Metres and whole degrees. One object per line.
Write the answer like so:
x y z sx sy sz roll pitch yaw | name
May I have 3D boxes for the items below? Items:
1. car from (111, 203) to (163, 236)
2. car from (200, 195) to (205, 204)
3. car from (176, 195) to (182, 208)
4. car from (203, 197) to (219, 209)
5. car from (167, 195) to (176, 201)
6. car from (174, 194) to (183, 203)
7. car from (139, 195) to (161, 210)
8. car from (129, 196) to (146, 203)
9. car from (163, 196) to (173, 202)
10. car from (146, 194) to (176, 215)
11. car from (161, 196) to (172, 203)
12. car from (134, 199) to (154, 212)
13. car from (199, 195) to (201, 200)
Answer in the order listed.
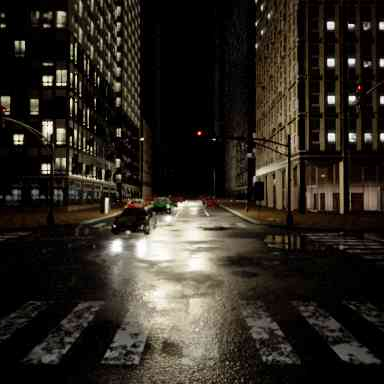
-3.072 1.555 18.679 2.033 1.411 5.357 0 0 0 | car
2.789 1.547 56.361 1.752 1.417 4.829 1 0 0 | car
-3.019 1.567 49.427 2.033 1.411 5.357 0 0 0 | car
2.770 1.599 45.035 1.802 1.307 4.206 1 0 0 | car
-5.542 1.587 89.587 2.008 1.369 4.403 1 0 0 | car
-2.903 1.343 64.877 2.150 2.045 5.566 0 0 0 | car
-5.604 1.332 44.986 2.192 1.841 5.009 1 0 0 | car
-5.623 1.453 33.835 1.967 1.590 4.097 1 0 0 | car
-5.558 1.582 78.436 2.008 1.369 4.403 1 0 0 | car
-3.049 1.368 33.450 2.097 1.767 4.553 0 0 0 | car
-5.567 1.573 72.861 1.887 1.381 4.507 1 0 0 | car
-5.618 1.597 39.411 1.802 1.307 4.206 1 0 0 | car
2.796 1.590 61.768 1.947 1.339 4.313 1 0 0 | car
